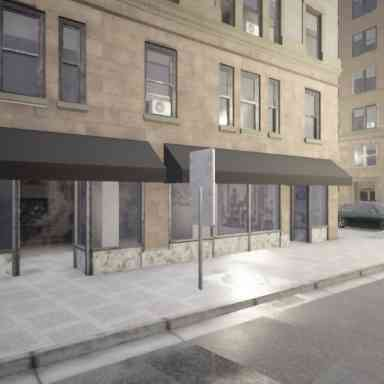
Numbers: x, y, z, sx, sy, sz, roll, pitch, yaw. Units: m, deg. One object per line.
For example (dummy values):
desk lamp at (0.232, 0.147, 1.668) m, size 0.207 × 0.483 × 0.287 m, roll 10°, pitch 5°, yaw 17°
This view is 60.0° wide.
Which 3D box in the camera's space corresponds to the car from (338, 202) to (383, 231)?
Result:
car at (10.419, 1.371, 18.924) m, size 2.097 × 1.767 × 4.553 m, roll 0°, pitch 0°, yaw -31°
